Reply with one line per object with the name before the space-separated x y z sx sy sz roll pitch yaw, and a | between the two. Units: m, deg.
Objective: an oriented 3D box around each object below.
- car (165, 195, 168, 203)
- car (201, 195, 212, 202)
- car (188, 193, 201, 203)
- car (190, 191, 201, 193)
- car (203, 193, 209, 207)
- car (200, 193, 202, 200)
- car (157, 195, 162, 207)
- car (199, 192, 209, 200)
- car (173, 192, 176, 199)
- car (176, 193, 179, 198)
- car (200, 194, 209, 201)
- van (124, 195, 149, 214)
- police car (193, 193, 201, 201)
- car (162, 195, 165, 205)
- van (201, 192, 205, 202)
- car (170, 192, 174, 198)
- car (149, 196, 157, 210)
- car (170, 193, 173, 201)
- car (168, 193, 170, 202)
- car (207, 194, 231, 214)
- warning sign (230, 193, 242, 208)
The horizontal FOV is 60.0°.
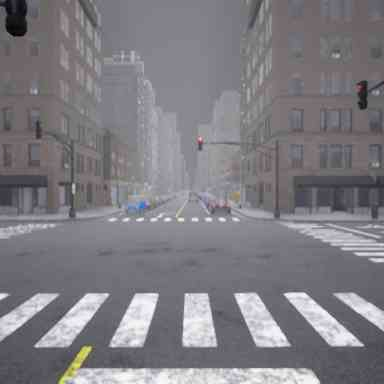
car | -5.603 1.393 56.526 1.947 1.339 4.313 0 0 0
car | 2.975 1.341 67.831 2.008 1.369 4.403 0 0 0
car | 0.287 1.369 63.388 1.994 1.385 4.181 0 0 0
car | 0.333 0.811 73.420 2.150 2.045 5.566 0 0 0
car | 2.870 1.303 45.154 1.967 1.590 4.097 0 0 0
car | 2.949 1.333 62.331 1.752 1.417 4.829 0 0 0
car | -5.655 1.428 45.190 1.947 1.339 4.313 0 0 0
car | 3.053 1.046 84.838 2.192 1.841 5.009 0 0 0
car | -5.499 1.276 79.029 1.752 1.417 4.829 0 0 0
car | -5.446 1.026 90.535 2.192 1.841 5.009 0 0 0
car | 3.027 1.191 79.169 1.967 1.590 4.097 0 0 0
van | -5.708 1.238 33.853 1.690 1.788 3.998 0 0 0
police car | 1.160 1.173 79.914 1.930 1.638 5.238 0 0 -1
car | -5.629 1.427 50.858 1.802 1.307 4.206 0 0 0
van | 2.922 1.168 56.492 1.690 1.788 3.998 0 0 0
car | -5.524 1.315 73.530 1.887 1.381 4.507 0 0 0
car | -5.682 1.320 39.521 1.967 1.590 4.097 0 0 0
car | -5.551 1.356 67.863 1.947 1.339 4.313 0 0 0
car | -5.578 1.334 62.024 1.752 1.417 4.829 0 0 0
car | 2.818 1.337 33.816 1.967 1.590 4.097 0 0 0
warning sign | 5.247 0.994 39.798 1.300 1.860 1.060 0 0 0
